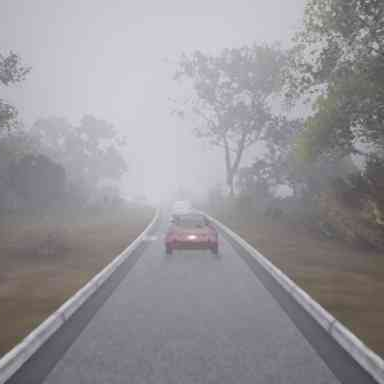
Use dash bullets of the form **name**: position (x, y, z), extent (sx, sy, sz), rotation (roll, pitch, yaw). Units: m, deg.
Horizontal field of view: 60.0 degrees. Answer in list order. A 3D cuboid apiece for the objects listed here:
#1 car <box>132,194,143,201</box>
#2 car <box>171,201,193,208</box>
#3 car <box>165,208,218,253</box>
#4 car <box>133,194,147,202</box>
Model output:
- **car**: position (-13.136, 1.263, 79.928), extent (1.882, 1.535, 5.008), rotation (0, 0, -15)
- **car**: position (-0.860, 1.503, 29.692), extent (1.812, 1.442, 4.674), rotation (0, 0, -4)
- **car**: position (-0.037, 1.554, 13.669), extent (1.994, 1.385, 4.181), rotation (0, 0, -1)
- **car**: position (-10.818, 1.166, 70.815), extent (2.097, 1.767, 4.553), rotation (0, 0, -13)
